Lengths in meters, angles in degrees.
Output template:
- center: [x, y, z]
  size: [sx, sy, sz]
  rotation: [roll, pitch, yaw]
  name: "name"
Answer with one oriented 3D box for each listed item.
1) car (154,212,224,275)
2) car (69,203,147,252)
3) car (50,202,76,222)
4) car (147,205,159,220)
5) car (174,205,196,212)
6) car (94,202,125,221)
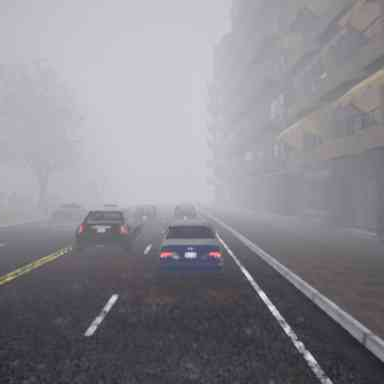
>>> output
- center: [-0.060, 1.609, 10.678]
  size: [2.033, 1.411, 5.357]
  rotation: [0, 0, -1]
  name: "car"
- center: [-3.382, 1.438, 14.387]
  size: [2.097, 1.767, 4.553]
  rotation: [0, 0, -1]
  name: "car"
- center: [-10.560, 1.645, 28.746]
  size: [1.882, 1.535, 5.008]
  rotation: [0, 0, -3]
  name: "car"
- center: [-3.887, 1.768, 28.927]
  size: [1.895, 1.301, 4.718]
  rotation: [0, 0, -2]
  name: "car"
- center: [-0.638, 1.767, 29.020]
  size: [1.895, 1.301, 4.718]
  rotation: [0, 0, -2]
  name: "car"
- center: [-7.389, 1.701, 30.215]
  size: [1.812, 1.442, 4.674]
  rotation: [0, 0, -3]
  name: "car"
